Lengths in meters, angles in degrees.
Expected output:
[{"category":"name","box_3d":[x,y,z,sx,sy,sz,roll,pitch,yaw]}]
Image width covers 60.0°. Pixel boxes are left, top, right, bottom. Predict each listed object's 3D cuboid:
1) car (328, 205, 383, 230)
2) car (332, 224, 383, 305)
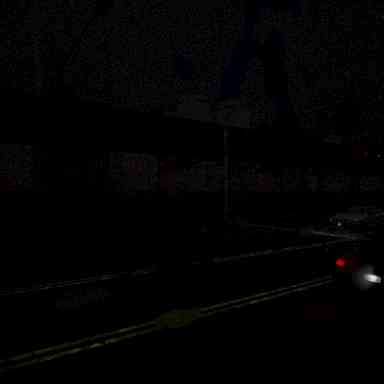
[{"category":"car","box_3d":[10.062,1.525,19.780,4.674,1.442,1.812,0,0,-36]},{"category":"car","box_3d":[4.967,1.564,7.317,4.181,1.385,1.994,0,0,-35]}]
